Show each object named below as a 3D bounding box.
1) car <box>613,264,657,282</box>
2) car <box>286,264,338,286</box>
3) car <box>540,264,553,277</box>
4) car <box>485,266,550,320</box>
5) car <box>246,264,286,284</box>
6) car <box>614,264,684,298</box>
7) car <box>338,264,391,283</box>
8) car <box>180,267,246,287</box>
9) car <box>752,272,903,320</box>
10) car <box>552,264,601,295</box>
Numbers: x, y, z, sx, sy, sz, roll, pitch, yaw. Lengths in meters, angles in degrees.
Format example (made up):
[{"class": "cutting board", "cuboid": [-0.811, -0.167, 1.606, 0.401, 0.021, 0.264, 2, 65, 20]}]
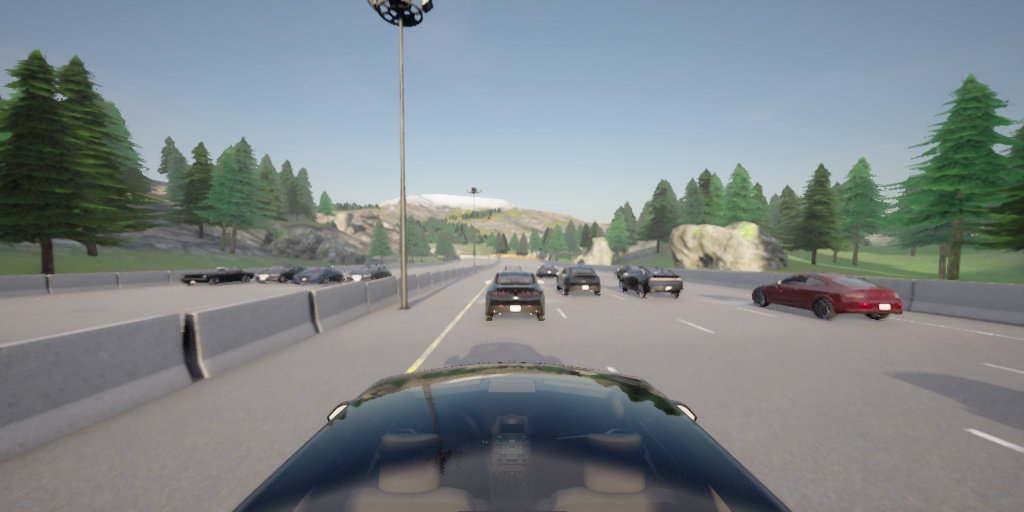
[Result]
[{"class": "car", "cuboid": [10.595, 1.447, 31.480, 2.033, 1.411, 5.357, 0, -1, 0]}, {"class": "car", "cuboid": [-14.100, 1.413, 26.285, 1.994, 1.385, 4.181, 0, -1, 0]}, {"class": "car", "cuboid": [3.594, 1.524, 36.482, 1.994, 1.385, 4.181, 0, -1, 0]}, {"class": "car", "cuboid": [0.098, 1.269, 12.722, 1.837, 1.490, 4.892, 0, 0, 0]}, {"class": "car", "cuboid": [-17.599, 1.355, 27.817, 2.128, 1.511, 4.902, 0, -1, 0]}, {"class": "car", "cuboid": [7.097, 1.284, 18.706, 2.128, 1.511, 4.902, 0, 0, 0]}, {"class": "car", "cuboid": [-10.601, 1.346, 26.846, 2.128, 1.511, 4.902, 0, -1, 0]}, {"class": "car", "cuboid": [-21.101, 1.447, 25.925, 1.895, 1.301, 4.718, 0, 0, 0]}, {"class": "car", "cuboid": [10.599, 1.289, 12.497, 1.812, 1.442, 4.674, 0, 0, 0]}, {"class": "car", "cuboid": [3.597, 1.305, 19.962, 1.837, 1.490, 4.892, 0, 0, 0]}]
